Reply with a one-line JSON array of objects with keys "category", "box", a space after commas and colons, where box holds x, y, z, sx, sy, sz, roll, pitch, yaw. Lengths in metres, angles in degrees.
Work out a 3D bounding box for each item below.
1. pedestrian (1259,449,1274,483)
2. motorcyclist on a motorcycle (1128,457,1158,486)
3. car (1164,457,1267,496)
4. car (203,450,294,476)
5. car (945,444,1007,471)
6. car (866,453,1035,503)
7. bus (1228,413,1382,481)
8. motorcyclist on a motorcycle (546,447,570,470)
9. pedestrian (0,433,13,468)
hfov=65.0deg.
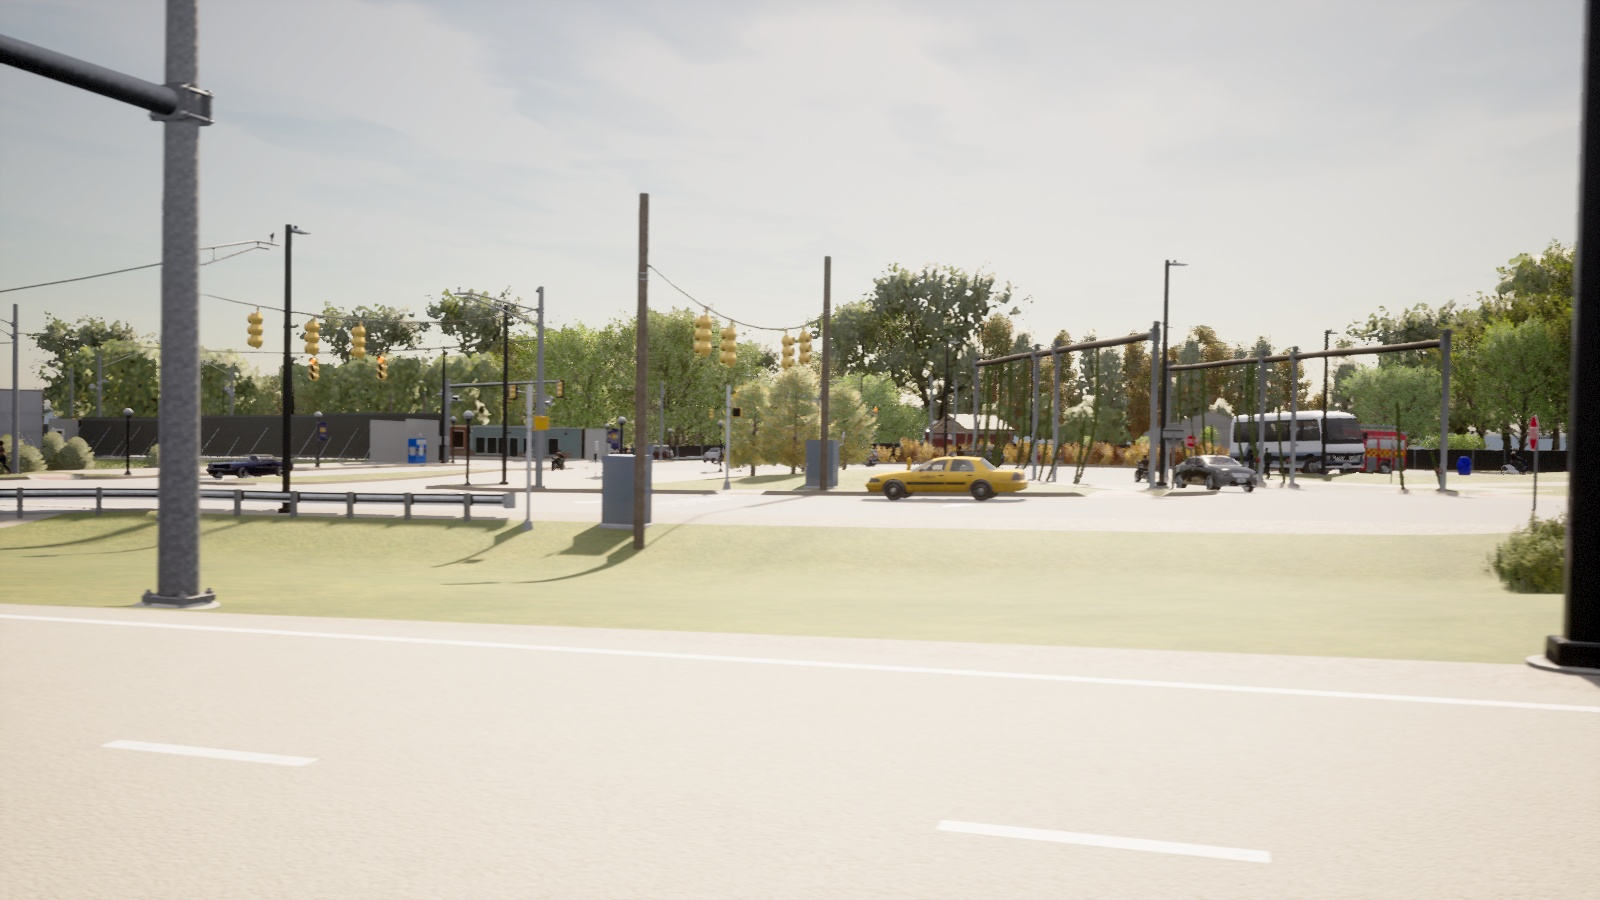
[{"category": "pedestrian", "box": [26.657, 0.906, 71.796, 0.423, 1.949, 0.788, 1, 1, -6]}, {"category": "motorcyclist on a motorcycle", "box": [19.600, 1.213, 71.749, 0.766, 1.649, 2.350, 1, 0, -8]}, {"category": "car", "box": [17.109, 1.056, 52.018, 2.128, 1.511, 4.902, 1, -1, -7]}, {"category": "car", "box": [-29.886, 0.673, 68.212, 1.895, 1.301, 4.718, 1, 1, 18]}, {"category": "car", "box": [13.738, 0.566, 98.107, 1.932, 1.855, 4.605, -1, 3, -42]}, {"category": "car", "box": [5.031, 0.897, 41.978, 5.366, 1.575, 1.801, 0, 1, 18]}, {"category": "bus", "box": [33.354, -0.163, 83.607, 3.944, 4.253, 10.273, 0, 0, -17]}, {"category": "motorcyclist on a motorcycle", "box": [-16.888, 0.603, 87.650, 0.797, 1.523, 2.044, 1, 0, 15]}, {"category": "pedestrian", "box": [-41.621, 0.042, 65.550, 0.869, 1.805, 0.328, 0, 2, -41]}]
